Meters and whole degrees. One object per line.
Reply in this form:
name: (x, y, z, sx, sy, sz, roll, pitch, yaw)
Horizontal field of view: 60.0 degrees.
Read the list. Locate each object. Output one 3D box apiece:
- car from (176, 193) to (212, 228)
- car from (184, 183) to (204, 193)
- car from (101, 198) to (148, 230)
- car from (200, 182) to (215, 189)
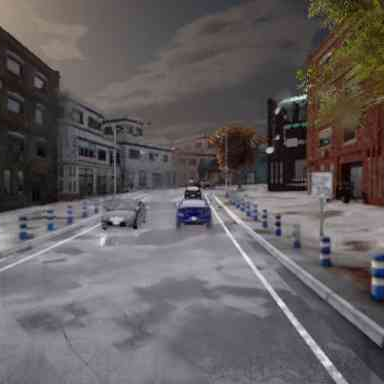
car: (0.099, 1.075, 19.125, 1.882, 1.535, 5.008, 0, 2, 0)
car: (0.106, 0.069, 37.913, 1.882, 1.535, 5.008, 0, 3, 0)
car: (-3.600, 1.122, 18.299, 2.128, 1.511, 4.902, 0, 2, 0)
car: (2.051, -1.201, 61.131, 1.895, 1.301, 4.718, 1, 4, 41)
